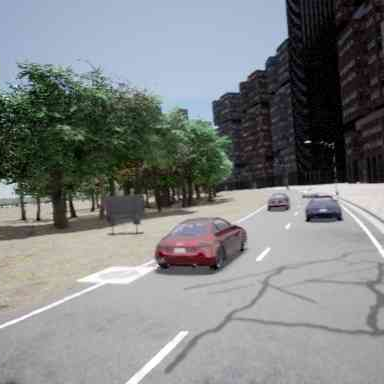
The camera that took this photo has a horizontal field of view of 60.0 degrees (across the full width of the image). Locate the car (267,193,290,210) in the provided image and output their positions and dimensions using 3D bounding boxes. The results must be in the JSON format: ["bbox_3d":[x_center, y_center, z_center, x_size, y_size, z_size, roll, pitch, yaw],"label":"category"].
[{"bbox_3d":[8.048,0.856,30.814,2.033,1.411,5.357,-4,0,19],"label":"car"}]

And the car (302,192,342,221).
[{"bbox_3d":[7.979,0.923,20.343,1.994,1.385,4.181,-4,0,21],"label":"car"}]

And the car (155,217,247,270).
[{"bbox_3d":[0.451,1.526,11.060,1.994,1.385,4.181,-4,0,23],"label":"car"}]

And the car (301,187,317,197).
[{"bbox_3d":[16.589,0.052,47.133,1.812,1.442,4.674,-4,0,15],"label":"car"}]
